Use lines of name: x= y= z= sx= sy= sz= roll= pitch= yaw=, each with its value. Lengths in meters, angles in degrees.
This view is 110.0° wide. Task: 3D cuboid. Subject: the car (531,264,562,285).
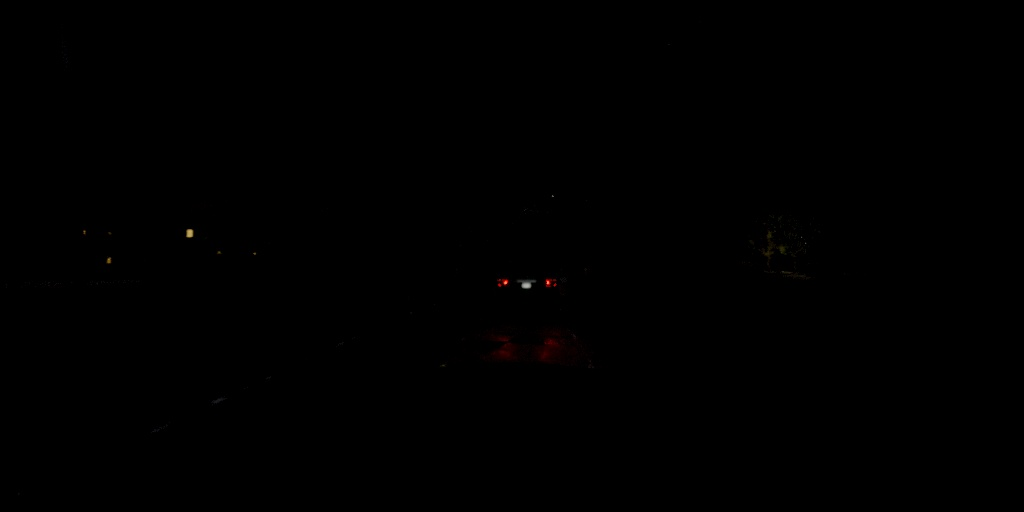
car: x=3.012 y=1.501 z=30.373 sx=2.128 sy=1.511 sz=4.902 roll=0 pitch=0 yaw=11

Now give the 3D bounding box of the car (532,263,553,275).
car: x=4.177 y=1.668 z=48.413 sx=2.128 sy=1.511 sz=4.902 roll=0 pitch=-1 yaw=14

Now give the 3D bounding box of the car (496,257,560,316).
car: x=0.712 y=1.075 z=14.145 sx=2.150 sy=2.045 sz=5.566 roll=0 pitch=-1 yaw=5
